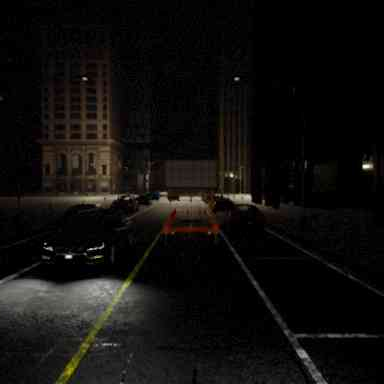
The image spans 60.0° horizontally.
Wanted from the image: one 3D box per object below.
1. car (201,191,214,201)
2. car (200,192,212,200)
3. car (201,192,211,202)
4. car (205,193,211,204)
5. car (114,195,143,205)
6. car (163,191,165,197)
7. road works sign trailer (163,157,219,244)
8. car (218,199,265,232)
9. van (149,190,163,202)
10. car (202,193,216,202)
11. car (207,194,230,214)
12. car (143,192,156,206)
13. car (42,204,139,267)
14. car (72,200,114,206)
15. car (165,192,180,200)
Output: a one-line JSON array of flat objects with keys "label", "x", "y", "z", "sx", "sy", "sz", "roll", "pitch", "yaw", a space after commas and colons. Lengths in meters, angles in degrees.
[{"label": "car", "x": 2.590, "y": 0.627, "z": 57.423, "sx": 1.967, "sy": 1.590, "sz": 4.097, "roll": 0, "pitch": 1, "yaw": 0}, {"label": "car", "x": 2.573, "y": 0.655, "z": 63.064, "sx": 2.008, "sy": 1.369, "sz": 4.403, "roll": 0, "pitch": 1, "yaw": 0}, {"label": "car", "x": 2.623, "y": 0.875, "z": 46.313, "sx": 1.752, "sy": 1.417, "sz": 4.829, "roll": 0, "pitch": 1, "yaw": 0}, {"label": "car", "x": 2.657, "y": 1.079, "z": 34.863, "sx": 1.947, "sy": 1.339, "sz": 4.313, "roll": 0, "pitch": 1, "yaw": 0}, {"label": "car", "x": -5.852, "y": 1.035, "z": 29.194, "sx": 1.967, "sy": 1.590, "sz": 4.097, "roll": 0, "pitch": 1, "yaw": 0}, {"label": "car", "x": -5.969, "y": 0.573, "z": 68.678, "sx": 2.008, "sy": 1.369, "sz": 4.403, "roll": 0, "pitch": 1, "yaw": 0}, {"label": "road works sign trailer", "x": -0.044, "y": 0.261, "z": 14.655, "sx": 2.380, "sy": 3.560, "sz": 2.880, "roll": 0, "pitch": 1, "yaw": 0}, {"label": "car", "x": 2.707, "y": 1.295, "z": 17.943, "sx": 1.887, "sy": 1.381, "sz": 4.507, "roll": 0, "pitch": 1, "yaw": 0}, {"label": "van", "x": -5.919, "y": 0.612, "z": 51.754, "sx": 1.690, "sy": 1.788, "sz": 3.998, "roll": 0, "pitch": 1, "yaw": 0}, {"label": "car", "x": 2.607, "y": 0.821, "z": 51.783, "sx": 2.008, "sy": 1.369, "sz": 4.403, "roll": 0, "pitch": 1, "yaw": 0}, {"label": "car", "x": 2.673, "y": 1.144, "z": 29.223, "sx": 2.008, "sy": 1.369, "sz": 4.403, "roll": 0, "pitch": 1, "yaw": 0}, {"label": "car", "x": -5.885, "y": 1.000, "z": 40.477, "sx": 1.947, "sy": 1.339, "sz": 4.313, "roll": 0, "pitch": 1, "yaw": 0}, {"label": "car", "x": -3.131, "y": 1.354, "z": 10.853, "sx": 1.837, "sy": 1.490, "sz": 4.892, "roll": 0, "pitch": 1, "yaw": 0}, {"label": "car", "x": -5.819, "y": 1.318, "z": 17.915, "sx": 1.947, "sy": 1.339, "sz": 4.313, "roll": 0, "pitch": 1, "yaw": 0}, {"label": "car", "x": -3.182, "y": 0.650, "z": 58.537, "sx": 1.882, "sy": 1.535, "sz": 5.008, "roll": 0, "pitch": 1, "yaw": 0}]
